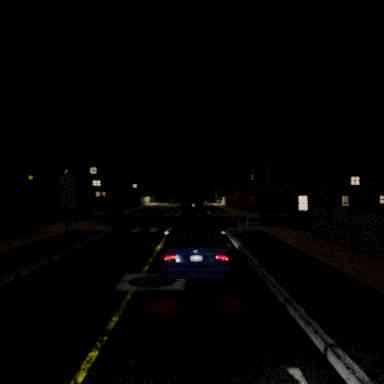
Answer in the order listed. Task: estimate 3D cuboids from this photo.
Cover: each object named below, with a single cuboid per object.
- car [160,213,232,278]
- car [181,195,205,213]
[{"bbox_3d":[0.096,1.586,10.177,2.033,1.411,5.357,0,0,0],"label":"car"},{"bbox_3d":[0.118,1.326,32.589,2.150,2.045,5.566,0,-1,0],"label":"car"}]
